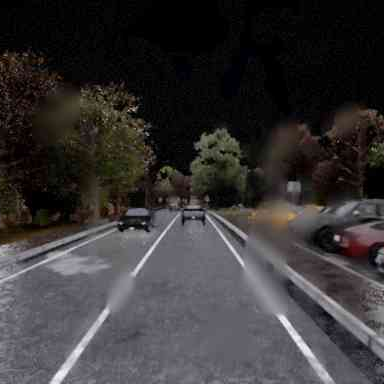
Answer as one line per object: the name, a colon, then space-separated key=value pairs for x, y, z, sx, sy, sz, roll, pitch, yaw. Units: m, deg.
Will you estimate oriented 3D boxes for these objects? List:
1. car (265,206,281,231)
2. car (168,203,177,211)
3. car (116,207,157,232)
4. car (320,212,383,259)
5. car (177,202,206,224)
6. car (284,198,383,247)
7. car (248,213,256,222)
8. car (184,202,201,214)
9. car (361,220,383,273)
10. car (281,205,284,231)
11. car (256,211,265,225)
car: x=7.099 y=1.585 z=19.303 sx=5.008 sy=1.535 sz=2.097 roll=0 pitch=0 yaw=0
car: x=-3.250 y=2.839 z=62.058 sx=1.837 sy=1.490 sz=4.892 roll=0 pitch=-2 yaw=1
car: x=-3.339 y=1.688 z=21.133 sx=2.033 sy=1.411 sz=5.357 roll=0 pitch=-1 yaw=0
car: x=7.113 y=1.565 z=10.978 sx=4.792 sy=1.488 sz=2.163 roll=0 pitch=0 yaw=0
car: x=0.112 y=1.723 z=27.033 sx=2.128 sy=1.511 sz=4.902 roll=0 pitch=-1 yaw=0
car: x=7.058 y=1.297 z=13.756 sx=5.566 sy=2.045 sz=2.435 roll=0 pitch=0 yaw=0
car: x=6.913 y=1.648 z=24.844 sx=5.366 sy=1.575 sz=1.946 roll=0 pitch=-1 yaw=0
car: x=0.106 y=2.147 z=44.468 sx=2.128 sy=1.511 sz=4.902 roll=0 pitch=-2 yaw=0
car: x=7.083 y=1.562 z=8.202 sx=4.674 sy=1.452 sz=2.002 roll=0 pitch=0 yaw=0
car: x=7.121 y=1.439 z=16.527 sx=4.553 sy=1.767 sz=2.185 roll=0 pitch=0 yaw=0
car: x=7.101 y=1.615 z=22.075 sx=4.892 sy=1.521 sz=2.231 roll=0 pitch=-1 yaw=0
